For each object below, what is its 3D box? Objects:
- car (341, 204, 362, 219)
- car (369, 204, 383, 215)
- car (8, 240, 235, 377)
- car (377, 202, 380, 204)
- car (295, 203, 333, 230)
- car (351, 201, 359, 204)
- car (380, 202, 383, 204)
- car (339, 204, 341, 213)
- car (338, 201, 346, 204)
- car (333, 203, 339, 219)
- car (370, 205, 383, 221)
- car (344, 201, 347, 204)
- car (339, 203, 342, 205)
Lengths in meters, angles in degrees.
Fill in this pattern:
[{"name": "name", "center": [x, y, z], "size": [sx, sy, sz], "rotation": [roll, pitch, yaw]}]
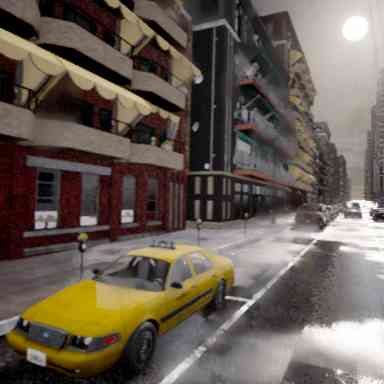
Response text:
[{"name": "car", "center": [19.883, 2.500, 41.108], "size": [1.994, 1.385, 4.181], "rotation": [1, -1, 27]}, {"name": "car", "center": [26.340, 2.747, 47.332], "size": [1.895, 1.301, 4.718], "rotation": [1, -1, 27]}, {"name": "car", "center": [-0.665, 1.591, 5.903], "size": [1.752, 1.417, 4.829], "rotation": [2, 0, 27]}, {"name": "car", "center": [44.737, 3.338, 78.157], "size": [1.967, 1.590, 4.097], "rotation": [2, 0, 27]}, {"name": "car", "center": [9.506, 1.851, 26.282], "size": [2.192, 1.841, 5.009], "rotation": [2, 0, 27]}, {"name": "car", "center": [40.850, 3.231, 83.141], "size": [2.097, 1.767, 4.553], "rotation": [1, -1, 26]}, {"name": "car", "center": [34.654, 2.761, 57.933], "size": [2.192, 1.841, 5.009], "rotation": [2, 0, 27]}, {"name": "car", "center": [17.063, 2.427, 41.451], "size": [1.887, 1.381, 4.507], "rotation": [2, 0, 27]}, {"name": "car", "center": [24.628, 2.772, 56.620], "size": [1.887, 1.381, 4.507], "rotation": [2, 0, 27]}, {"name": "car", "center": [14.544, 2.207, 36.393], "size": [1.967, 1.590, 4.097], "rotation": [2, 0, 27]}, {"name": "car", "center": [20.689, 2.450, 35.931], "size": [1.994, 1.385, 4.181], "rotation": [1, -1, 27]}, {"name": "car", "center": [27.074, 2.863, 61.523], "size": [1.752, 1.417, 4.829], "rotation": [2, 0, 27]}, {"name": "car", "center": [19.584, 2.564, 46.506], "size": [1.947, 1.339, 4.313], "rotation": [2, 0, 27]}]
